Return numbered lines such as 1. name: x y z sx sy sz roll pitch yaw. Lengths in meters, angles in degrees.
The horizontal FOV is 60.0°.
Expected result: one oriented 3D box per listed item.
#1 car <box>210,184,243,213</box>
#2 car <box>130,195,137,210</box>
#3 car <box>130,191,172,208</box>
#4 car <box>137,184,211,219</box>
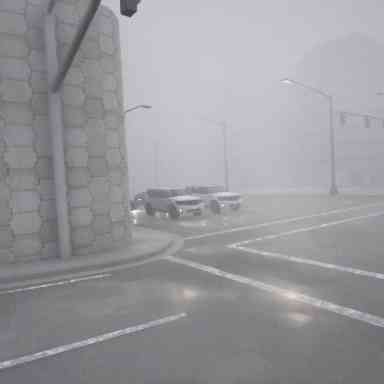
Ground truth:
1. car: 1.394 0.427 25.649 2.150 2.045 5.566 -5 3 -35
2. car: -6.873 1.002 31.325 1.994 1.385 4.181 -5 3 -35
3. car: -4.223 0.694 33.624 2.128 1.511 4.902 -5 3 -35
4. car: -1.452 0.662 23.624 2.150 2.045 5.566 -5 3 -35
